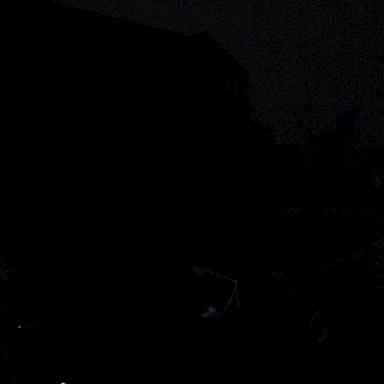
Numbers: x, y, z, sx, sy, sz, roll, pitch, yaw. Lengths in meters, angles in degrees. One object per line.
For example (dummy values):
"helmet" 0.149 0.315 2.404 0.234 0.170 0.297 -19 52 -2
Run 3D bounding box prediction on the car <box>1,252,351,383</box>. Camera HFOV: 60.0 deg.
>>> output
"car" 0.192 1.609 4.501 4.718 1.301 1.895 0 0 -40
